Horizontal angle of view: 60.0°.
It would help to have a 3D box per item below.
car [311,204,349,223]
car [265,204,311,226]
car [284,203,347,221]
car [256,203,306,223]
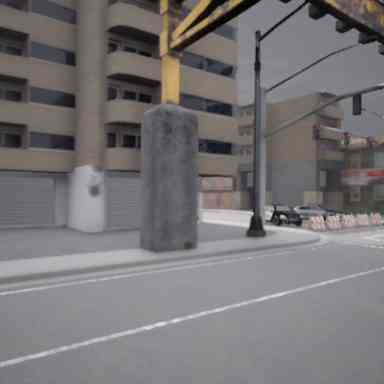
[{"bbox_3d":[10.194,1.741,27.409,4.974,1.542,2.038,0,0,35],"label":"car"},{"bbox_3d":[6.617,1.691,25.262,2.038,1.542,4.974,1,0,-10],"label":"car"},{"bbox_3d":[10.153,1.584,27.439,4.536,1.218,1.853,0,0,35],"label":"car"},{"bbox_3d":[6.609,1.534,25.315,1.853,1.218,4.536,1,0,-10],"label":"car"}]
